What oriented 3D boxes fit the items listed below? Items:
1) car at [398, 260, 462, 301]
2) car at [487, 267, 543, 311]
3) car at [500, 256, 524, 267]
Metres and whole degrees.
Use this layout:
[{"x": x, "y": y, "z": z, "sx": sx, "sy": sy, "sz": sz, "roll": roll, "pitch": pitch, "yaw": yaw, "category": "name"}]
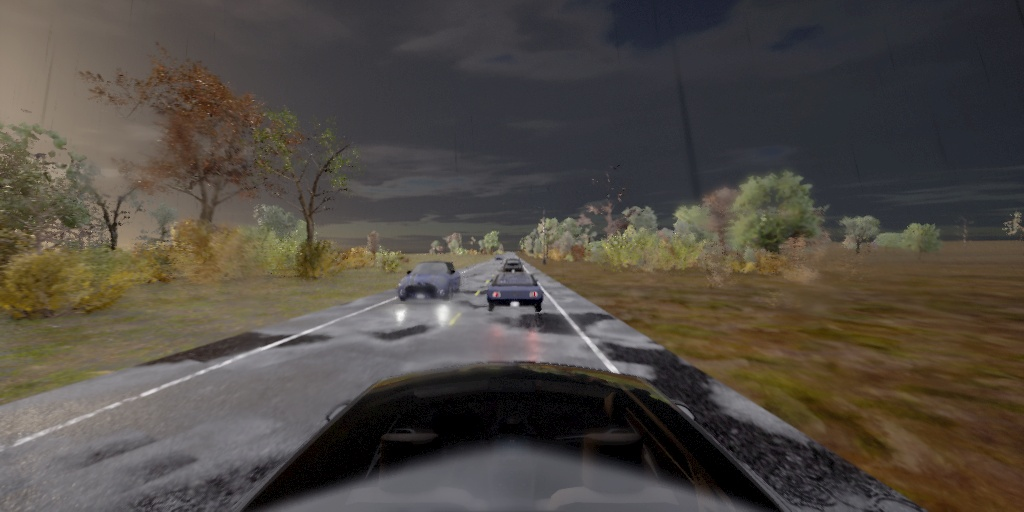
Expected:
[{"x": -3.596, "y": 1.002, "z": 16.412, "sx": 2.097, "sy": 1.767, "sz": 4.553, "roll": 0, "pitch": 0, "yaw": 0, "category": "car"}, {"x": 0.099, "y": 1.268, "z": 13.915, "sx": 1.895, "sy": 1.301, "sz": 4.718, "roll": 0, "pitch": 0, "yaw": 0, "category": "car"}, {"x": 0.099, "y": 1.026, "z": 34.158, "sx": 1.837, "sy": 1.490, "sz": 4.892, "roll": 0, "pitch": 0, "yaw": 0, "category": "car"}]
